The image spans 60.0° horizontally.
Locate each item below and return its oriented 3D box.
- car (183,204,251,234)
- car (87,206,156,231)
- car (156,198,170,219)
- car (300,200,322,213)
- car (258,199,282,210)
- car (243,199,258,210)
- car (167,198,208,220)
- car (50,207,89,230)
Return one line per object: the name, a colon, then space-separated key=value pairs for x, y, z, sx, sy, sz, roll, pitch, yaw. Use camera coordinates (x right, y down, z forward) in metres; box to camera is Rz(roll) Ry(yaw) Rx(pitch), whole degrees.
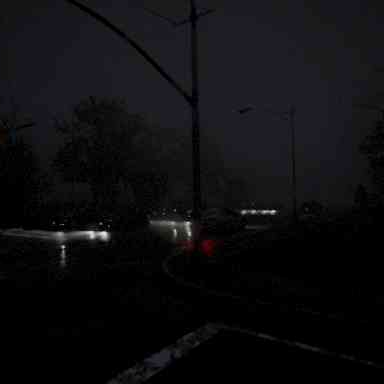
car: x=1.684 y=1.686 z=20.458 sx=1.812 sy=1.442 sz=4.674 roll=-2 pitch=-1 yaw=34
car: x=-4.861 y=1.895 z=23.406 sx=1.994 sy=1.385 sz=4.181 roll=-2 pitch=-1 yaw=33
car: x=-2.078 y=1.649 z=34.129 sx=2.150 sy=2.045 sz=5.566 roll=-2 pitch=-1 yaw=32
car: x=14.657 y=1.743 z=40.803 sx=1.837 sy=1.490 sz=4.892 roll=-2 pitch=-1 yaw=32
car: x=11.985 y=2.008 z=49.769 sx=1.994 sy=1.385 sz=4.181 roll=-2 pitch=-1 yaw=33
car: x=9.567 y=1.887 z=52.490 sx=2.097 sy=1.767 sz=4.553 roll=-2 pitch=-1 yaw=33
car: x=0.132 y=1.697 z=31.082 sx=2.097 sy=1.767 sz=4.553 roll=-2 pitch=-1 yaw=33
car: x=-8.097 y=1.921 z=24.878 sx=1.837 sy=1.490 sz=4.892 roll=-2 pitch=-1 yaw=35
